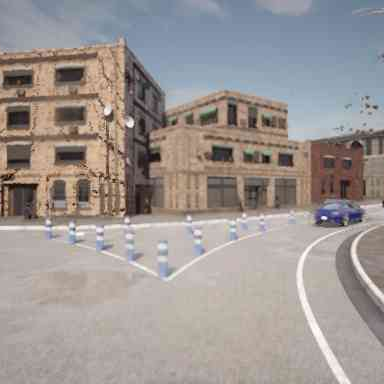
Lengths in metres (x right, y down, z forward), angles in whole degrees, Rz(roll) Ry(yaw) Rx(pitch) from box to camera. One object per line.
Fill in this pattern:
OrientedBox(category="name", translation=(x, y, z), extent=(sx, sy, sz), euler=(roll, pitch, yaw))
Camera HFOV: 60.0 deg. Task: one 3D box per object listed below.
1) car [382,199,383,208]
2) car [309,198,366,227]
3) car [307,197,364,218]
OrientedBox(category="car", translation=(22.383, 0.864, 35.899), extent=(5.008, 1.535, 1.882), euler=(-2, 1, -37))
OrientedBox(category="car", translation=(9.619, 1.356, 21.597), extent=(4.674, 1.442, 1.812), euler=(-1, 1, -44))
OrientedBox(category="car", translation=(12.280, 1.257, 28.356), extent=(5.357, 1.411, 2.033), euler=(-2, 1, -37))
